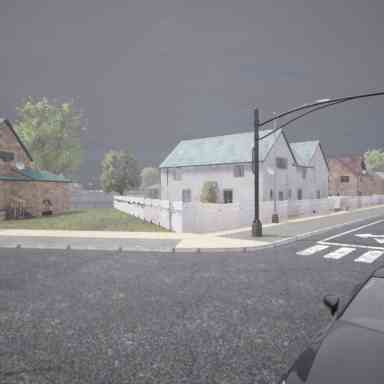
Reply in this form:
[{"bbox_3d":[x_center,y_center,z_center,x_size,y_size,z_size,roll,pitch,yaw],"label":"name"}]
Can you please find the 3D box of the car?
[{"bbox_3d":[2.548,1.524,3.442,1.812,1.442,4.674,0,0,42],"label":"car"}]
